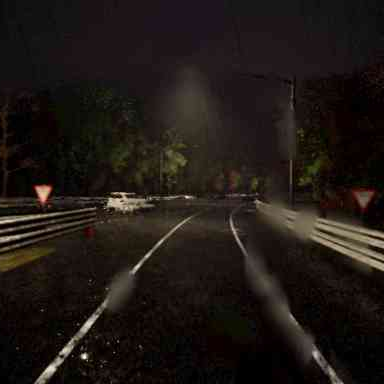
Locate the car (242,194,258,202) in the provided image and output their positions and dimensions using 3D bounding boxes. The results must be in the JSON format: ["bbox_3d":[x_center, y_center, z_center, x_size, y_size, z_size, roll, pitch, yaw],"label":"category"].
[{"bbox_3d":[14.301,1.549,82.603,1.882,1.535,5.008,1,0,21],"label":"car"}]

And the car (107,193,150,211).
[{"bbox_3d":[-7.050,1.100,36.719,2.150,2.045,5.566,1,0,21],"label":"car"}]

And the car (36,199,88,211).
[{"bbox_3d":[-12.484,1.342,32.339,2.033,1.411,5.357,1,0,21],"label":"car"}]

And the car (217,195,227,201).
[{"bbox_3d":[7.683,1.466,84.895,1.812,1.442,4.674,1,0,21],"label":"car"}]

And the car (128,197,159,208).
[{"bbox_3d":[-6.755,1.394,47.279,2.033,1.411,5.357,1,0,21],"label":"car"}]

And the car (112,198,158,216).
[{"bbox_3d":[-5.230,1.522,31.715,1.895,1.301,4.718,1,0,21],"label":"car"}]
